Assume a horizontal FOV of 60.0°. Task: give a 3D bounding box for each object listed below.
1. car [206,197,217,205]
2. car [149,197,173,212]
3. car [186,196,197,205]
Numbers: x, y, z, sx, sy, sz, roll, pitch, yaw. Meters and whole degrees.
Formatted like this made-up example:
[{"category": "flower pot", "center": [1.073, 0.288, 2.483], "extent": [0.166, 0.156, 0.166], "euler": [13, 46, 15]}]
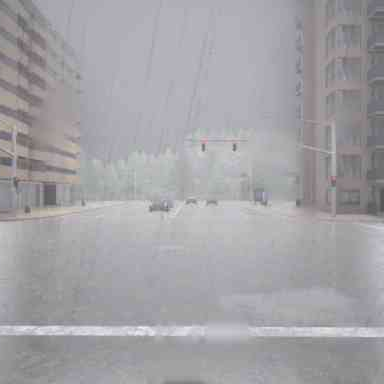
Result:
[{"category": "car", "center": [3.546, 1.547, 59.453], "extent": [2.033, 1.411, 5.357], "euler": [0, 0, 2]}, {"category": "car", "center": [-3.655, 1.352, 38.356], "extent": [2.097, 1.767, 4.553], "euler": [0, 0, 0]}, {"category": "car", "center": [-0.088, 1.526, 60.090], "extent": [1.812, 1.442, 4.674], "euler": [0, 0, 0]}]
